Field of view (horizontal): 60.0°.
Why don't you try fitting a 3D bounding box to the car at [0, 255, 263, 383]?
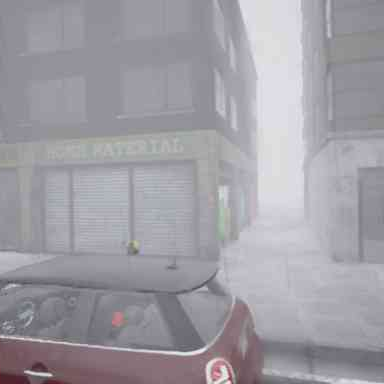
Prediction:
[{"bbox_3d":[-1.406,1.422,3.493,4.097,1.590,1.967,-1,1,16],"label":"car"}]
